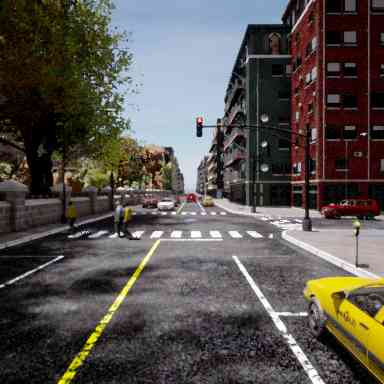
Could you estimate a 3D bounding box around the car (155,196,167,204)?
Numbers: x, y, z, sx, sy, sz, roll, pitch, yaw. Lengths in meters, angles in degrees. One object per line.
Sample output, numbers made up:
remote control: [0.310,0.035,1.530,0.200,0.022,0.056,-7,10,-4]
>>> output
car: [-5.829,1.566,63.697,1.887,1.381,4.507,0,0,0]

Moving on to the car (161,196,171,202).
car: [-5.852,1.613,74.767,1.802,1.307,4.206,0,0,0]

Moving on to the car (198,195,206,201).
car: [2.504,1.586,85.856,1.887,1.381,4.507,0,0,0]

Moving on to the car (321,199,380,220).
car: [14.550,1.591,30.562,5.009,1.841,2.192,1,-1,0]

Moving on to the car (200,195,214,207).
car: [2.574,1.538,52.815,1.752,1.417,4.829,0,0,0]

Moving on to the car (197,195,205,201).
car: [2.492,1.592,91.391,1.887,1.381,4.507,0,0,0]

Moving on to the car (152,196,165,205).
car: [-5.818,1.457,58.162,1.967,1.590,4.097,0,0,0]

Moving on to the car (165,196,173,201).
car: [-5.876,1.623,85.838,1.802,1.307,4.206,0,0,0]

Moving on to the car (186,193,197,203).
car: [-0.153,1.245,72.450,2.150,2.045,5.566,0,0,0]

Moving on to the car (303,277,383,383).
car: [2.680,1.525,3.714,1.752,1.417,4.829,0,0,0]

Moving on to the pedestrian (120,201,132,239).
pedestrian: [-3.015,1.294,15.638,0.375,1.860,0.375,0,0,0]

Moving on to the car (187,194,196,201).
car: [-0.176,1.306,82.811,2.097,1.767,4.553,0,0,0]

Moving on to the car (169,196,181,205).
car: [-3.194,1.498,62.471,1.882,1.535,5.008,0,0,0]

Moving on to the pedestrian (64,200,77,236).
pedestrian: [-6.095,1.294,16.911,0.375,1.860,0.375,0,0,0]

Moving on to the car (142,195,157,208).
car: [-5.794,1.324,47.091,2.192,1.841,5.009,0,0,0]

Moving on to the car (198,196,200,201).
car: [2.563,1.562,58.180,1.887,1.381,4.507,0,0,0]

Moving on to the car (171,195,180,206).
car: [-3.204,1.560,51.779,2.033,1.411,5.357,0,0,0]

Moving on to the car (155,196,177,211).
car: [-3.156,1.532,41.199,1.812,1.442,4.674,0,0,-1]

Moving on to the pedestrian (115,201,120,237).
pedestrian: [-3.568,1.294,16.316,0.375,1.860,0.375,0,0,0]
